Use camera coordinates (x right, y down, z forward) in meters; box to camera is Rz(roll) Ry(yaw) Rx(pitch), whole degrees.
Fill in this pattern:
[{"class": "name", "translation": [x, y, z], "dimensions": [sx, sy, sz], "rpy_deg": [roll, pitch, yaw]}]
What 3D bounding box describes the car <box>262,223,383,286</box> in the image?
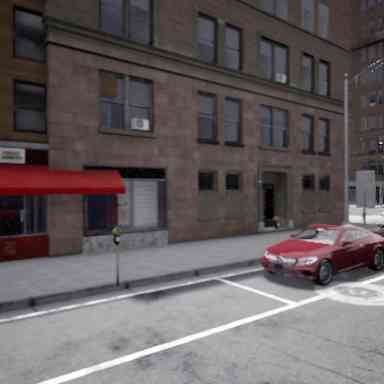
[{"class": "car", "translation": [3.799, 1.550, 9.246], "dimensions": [4.206, 1.307, 1.802], "rpy_deg": [0, 0, -36]}]
